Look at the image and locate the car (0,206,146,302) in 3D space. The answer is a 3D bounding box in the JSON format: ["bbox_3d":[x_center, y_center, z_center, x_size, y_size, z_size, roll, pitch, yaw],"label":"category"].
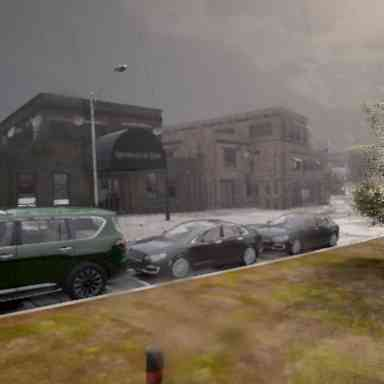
[{"bbox_3d":[-4.146,1.409,7.300,5.566,2.045,2.435,0,2,-37],"label":"car"}]

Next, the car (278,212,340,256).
[{"bbox_3d":[4.580,1.658,14.346,4.892,1.521,2.231,0,2,-40],"label":"car"}]

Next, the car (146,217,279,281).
[{"bbox_3d":[0.289,1.659,10.761,4.892,1.521,2.231,0,2,-39],"label":"car"}]
